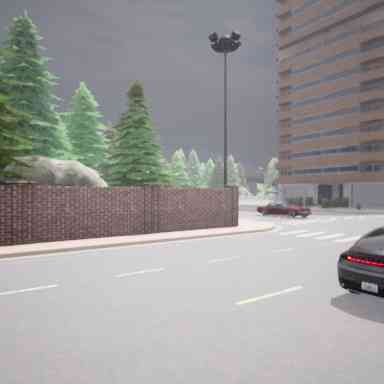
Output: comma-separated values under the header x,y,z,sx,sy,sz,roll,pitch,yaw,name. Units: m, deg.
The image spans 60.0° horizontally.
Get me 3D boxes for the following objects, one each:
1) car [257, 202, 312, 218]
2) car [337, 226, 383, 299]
x,y,z,sx,sy,sz,roll,pitch,yaw,name
7.979,1.541,28.981,1.895,1.301,4.718,0,0,-35,car
5.250,1.503,7.514,4.892,1.490,1.837,0,0,-35,car
